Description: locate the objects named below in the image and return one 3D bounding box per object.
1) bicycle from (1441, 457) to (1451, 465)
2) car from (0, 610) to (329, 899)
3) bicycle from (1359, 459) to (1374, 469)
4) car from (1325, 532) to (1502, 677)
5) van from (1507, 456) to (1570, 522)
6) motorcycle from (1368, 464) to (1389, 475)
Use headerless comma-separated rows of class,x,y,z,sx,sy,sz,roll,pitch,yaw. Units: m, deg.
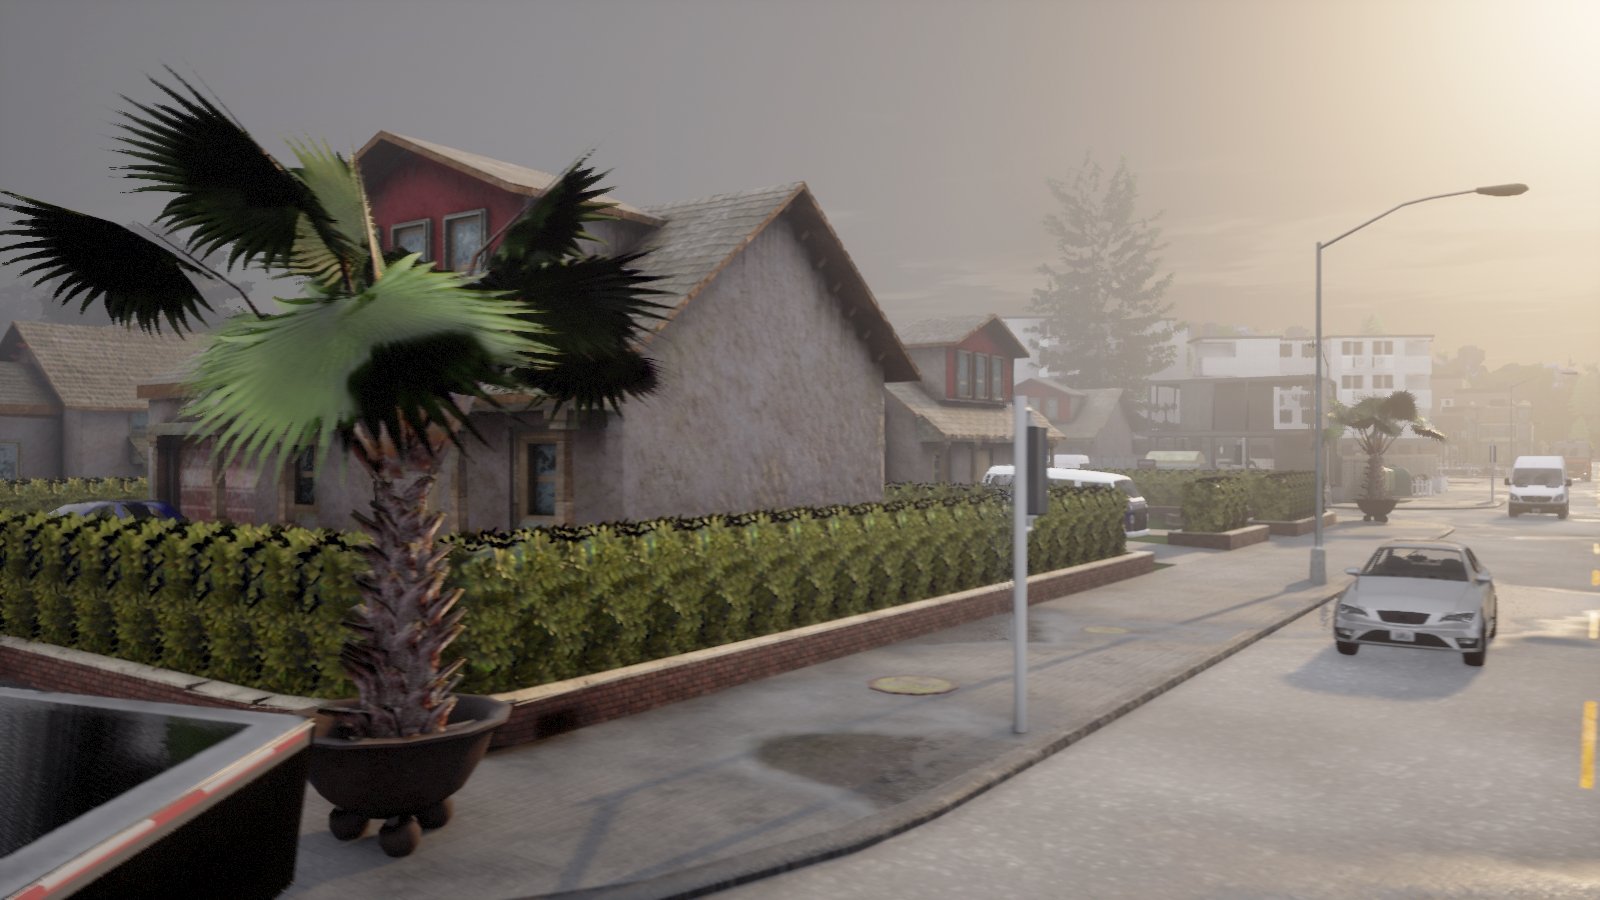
bicycle,122.947,2.057,217.515,1.643,1.496,0.373,0,0,35
car,-5.192,1.753,3.781,6.274,2.098,2.390,0,0,-1
bicycle,82.336,2.061,166.067,1.835,1.471,0.329,0,0,35
car,8.860,2.066,16.324,1.816,1.474,4.193,0,0,34
van,31.067,1.534,47.994,1.988,2.561,5.915,0,0,35
motorcycle,64.399,2.187,127.160,2.033,1.199,0.803,0,0,35
